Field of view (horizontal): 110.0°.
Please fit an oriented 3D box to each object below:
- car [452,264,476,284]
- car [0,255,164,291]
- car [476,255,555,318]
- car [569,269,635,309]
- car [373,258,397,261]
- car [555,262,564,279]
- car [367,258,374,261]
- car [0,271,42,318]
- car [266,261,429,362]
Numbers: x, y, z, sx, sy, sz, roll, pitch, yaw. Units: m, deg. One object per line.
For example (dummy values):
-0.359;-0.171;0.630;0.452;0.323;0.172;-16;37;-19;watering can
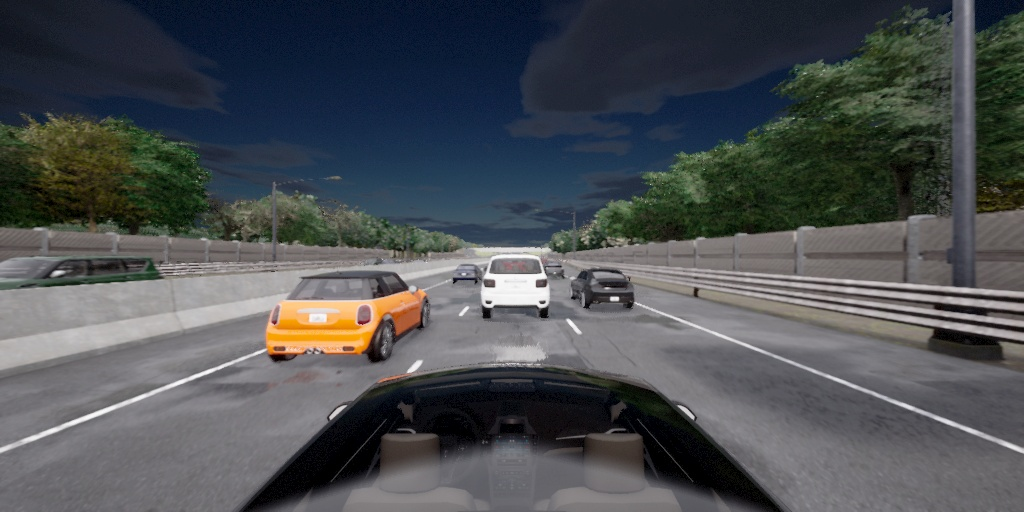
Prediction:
-3.341;1.321;27.500;2.033;1.411;5.357;0;0;0;car
-14.092;0.976;11.099;2.150;2.045;5.566;0;0;0;car
0.111;0.982;13.246;2.150;2.045;5.566;0;0;0;car
3.616;1.267;15.034;1.837;1.490;4.892;0;0;0;car
-17.339;1.287;50.963;2.128;1.511;4.902;0;0;1;car
3.693;1.273;33.171;2.128;1.511;4.902;0;0;0;car
-20.804;1.150;53.697;2.097;1.767;4.553;0;0;1;car
-17.592;1.258;10.279;1.837;1.490;4.892;0;0;0;car
-3.395;1.107;8.406;2.097;1.767;4.553;0;0;0;car
